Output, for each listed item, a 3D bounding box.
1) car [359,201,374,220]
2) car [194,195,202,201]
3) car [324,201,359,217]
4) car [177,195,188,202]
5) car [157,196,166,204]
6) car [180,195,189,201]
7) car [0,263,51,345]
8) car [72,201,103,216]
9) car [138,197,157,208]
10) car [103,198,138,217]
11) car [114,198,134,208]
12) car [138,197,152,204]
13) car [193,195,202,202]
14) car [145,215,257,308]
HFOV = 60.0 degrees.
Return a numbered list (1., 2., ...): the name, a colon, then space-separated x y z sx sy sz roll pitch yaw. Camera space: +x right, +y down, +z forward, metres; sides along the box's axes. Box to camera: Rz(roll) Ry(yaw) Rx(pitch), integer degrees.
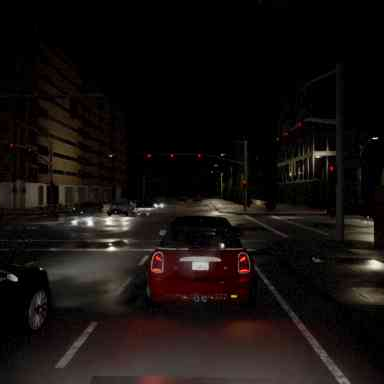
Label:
1. car: 16.693 1.603 26.473 5.357 1.411 2.033 0 0 1
2. car: 1.547 1.477 83.984 1.882 1.535 5.008 0 0 2
3. car: 14.506 1.547 30.020 4.902 1.511 2.128 0 0 1
4. car: -2.253 1.523 73.850 2.128 1.511 4.902 0 0 2
5. car: -6.091 1.491 64.204 2.128 1.511 4.902 0 0 2
6. car: -1.956 1.539 83.937 2.033 1.411 5.357 0 0 2
7. car: -3.396 1.492 3.880 2.128 1.511 4.902 0 0 1
8. car: -10.266 1.625 33.209 1.895 1.301 4.718 0 0 0
9. car: -6.617 1.563 46.908 1.994 1.385 4.181 0 0 1
10. car: -6.772 1.553 31.963 1.812 1.442 4.674 0 0 0
11. car: -10.061 1.564 49.373 1.994 1.385 4.181 0 0 1
12. car: -9.475 1.600 67.083 1.895 1.301 4.718 0 0 2
13. car: 1.246 1.477 73.830 1.882 1.535 5.008 0 0 2
14. car: 0.220 1.352 8.109 2.097 1.767 4.553 0 0 2
